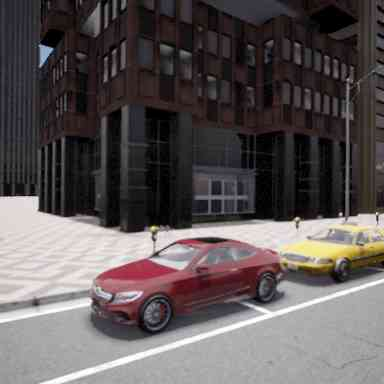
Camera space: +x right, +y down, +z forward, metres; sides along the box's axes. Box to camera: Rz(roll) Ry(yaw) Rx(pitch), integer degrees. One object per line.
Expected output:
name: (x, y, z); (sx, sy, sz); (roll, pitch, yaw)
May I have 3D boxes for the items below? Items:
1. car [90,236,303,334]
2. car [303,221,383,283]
car: (0.123, 1.605, 6.733); (4.206, 1.307, 1.802); (0, 0, -36)
car: (4.545, 1.581, 9.887); (4.829, 1.417, 1.752); (0, 0, -36)
